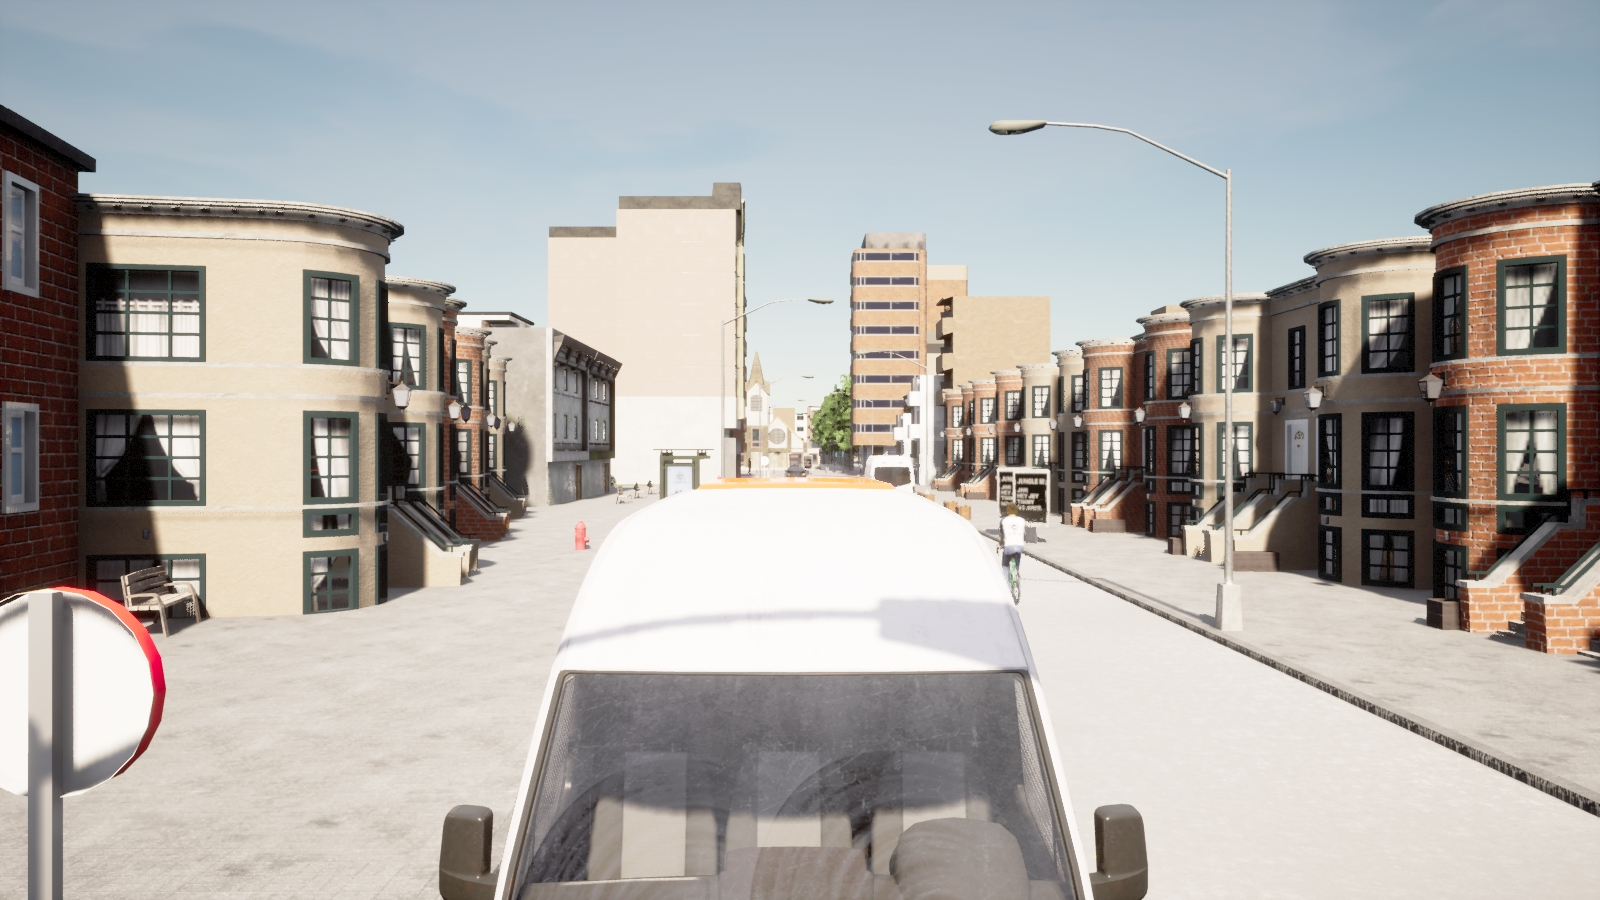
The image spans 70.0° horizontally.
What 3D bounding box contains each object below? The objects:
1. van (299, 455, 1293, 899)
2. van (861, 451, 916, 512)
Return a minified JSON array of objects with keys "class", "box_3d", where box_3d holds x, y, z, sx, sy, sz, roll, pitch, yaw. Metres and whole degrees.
[{"class":"van","box_3d":[-0.019,1.314,5.243,1.988,2.561,5.915,0,0,0]},{"class":"van","box_3d":[3.843,1.314,50.564,1.988,2.561,5.915,0,0,0]}]
